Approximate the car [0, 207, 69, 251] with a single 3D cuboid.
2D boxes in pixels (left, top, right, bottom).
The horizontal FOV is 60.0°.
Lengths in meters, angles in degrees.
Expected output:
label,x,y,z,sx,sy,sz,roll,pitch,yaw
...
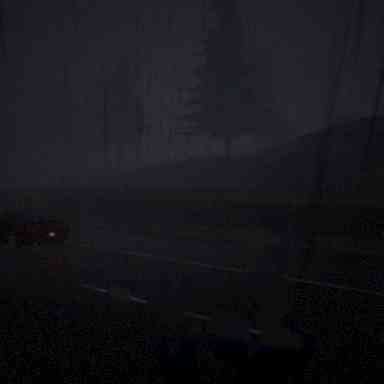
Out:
label,x,y,z,sx,sy,sz,roll,pitch,yaw
car,-7.039,1.371,13.655,5.008,1.535,1.882,1,0,38
